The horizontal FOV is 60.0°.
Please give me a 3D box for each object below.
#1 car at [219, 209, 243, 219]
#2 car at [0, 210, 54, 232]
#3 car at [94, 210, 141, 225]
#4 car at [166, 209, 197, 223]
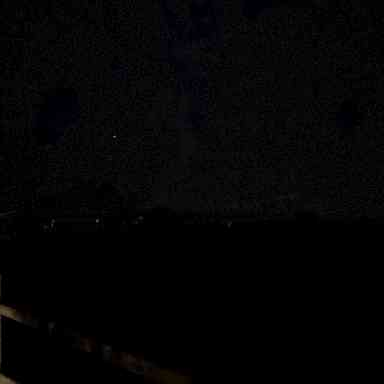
[{"bbox_3d":[5.935,3.352,49.664,1.837,1.490,4.892,0,-3,36],"label":"car"},{"bbox_3d":[-12.430,2.058,23.964,1.837,1.490,4.892,0,-2,34],"label":"car"},{"bbox_3d":[-7.010,2.418,31.641,2.128,1.511,4.902,0,-2,35],"label":"car"},{"bbox_3d":[-1.054,2.835,39.962,2.128,1.511,4.902,0,-2,36],"label":"car"}]
